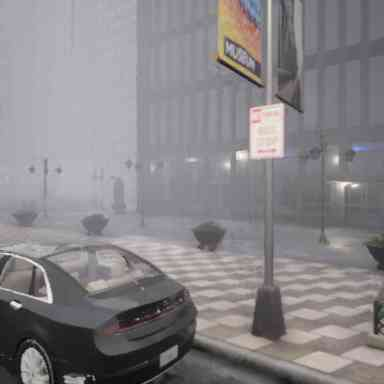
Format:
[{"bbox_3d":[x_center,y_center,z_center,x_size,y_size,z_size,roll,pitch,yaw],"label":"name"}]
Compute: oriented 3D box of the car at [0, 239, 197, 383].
[{"bbox_3d":[-2.213,1.456,4.941,4.892,1.521,2.231,0,0,36],"label":"car"}]
